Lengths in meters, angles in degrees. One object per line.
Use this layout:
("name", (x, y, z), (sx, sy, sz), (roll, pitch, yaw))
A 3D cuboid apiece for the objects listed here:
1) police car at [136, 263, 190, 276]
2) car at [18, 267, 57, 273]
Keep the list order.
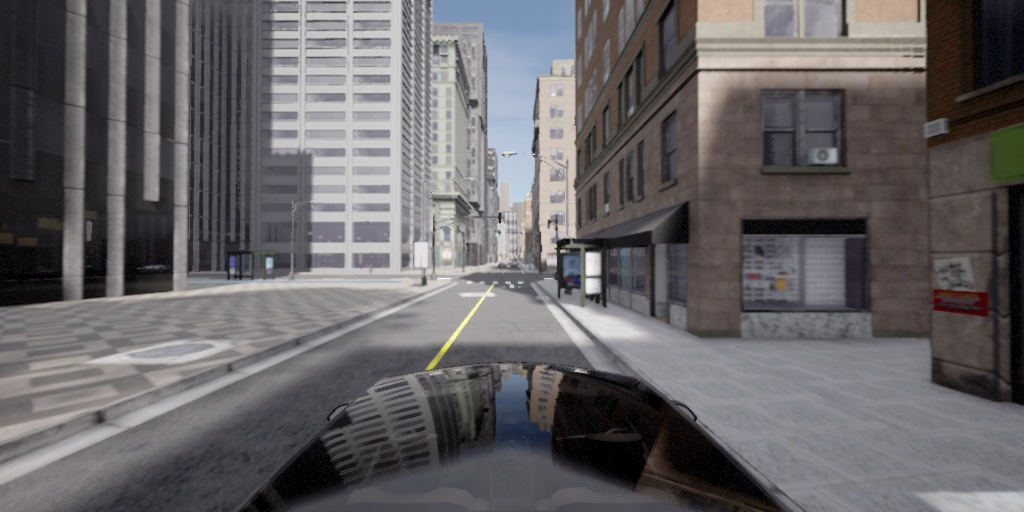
("police car", (-39.603, 1.652, 40.759), (5.238, 1.638, 1.930), (0, -1, 0))
("car", (-49.696, 1.804, 37.569), (4.718, 1.301, 1.895), (0, -1, 0))
